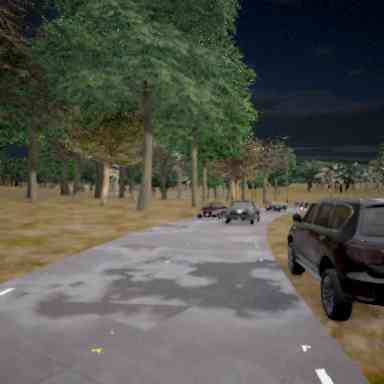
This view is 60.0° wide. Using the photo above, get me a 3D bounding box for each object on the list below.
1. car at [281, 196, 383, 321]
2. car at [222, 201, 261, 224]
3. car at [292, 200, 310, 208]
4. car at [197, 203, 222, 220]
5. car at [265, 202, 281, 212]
[{"bbox_3d":[3.629,1.112,7.394,2.150,2.045,5.566,0,0,5],"label":"car"},{"bbox_3d":[4.061,1.448,25.830,2.097,1.767,4.553,1,0,18],"label":"car"},{"bbox_3d":[21.159,2.276,64.296,2.033,1.411,5.357,1,-1,32],"label":"car"},{"bbox_3d":[1.854,1.634,28.929,1.994,1.385,4.181,1,0,18],"label":"car"},{"bbox_3d":[10.749,1.872,42.081,1.895,1.301,4.718,1,0,27],"label":"car"}]
